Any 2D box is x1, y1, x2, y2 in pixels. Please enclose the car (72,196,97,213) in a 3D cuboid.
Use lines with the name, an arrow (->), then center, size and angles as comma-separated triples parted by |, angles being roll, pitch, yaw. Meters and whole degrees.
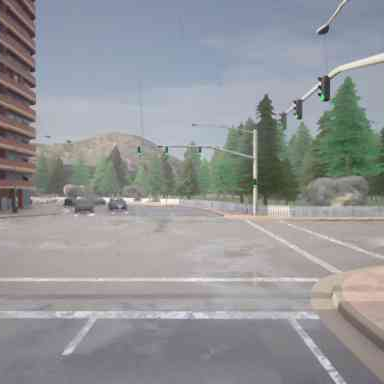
car -> -11.728, 1.503, 36.498 | 1.837, 1.490, 4.892 | 0, 1, -14

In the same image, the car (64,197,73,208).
car -> -17.577, 1.492, 49.483 | 2.128, 1.511, 4.902 | 0, 0, -38

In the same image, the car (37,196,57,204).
car -> -27.659, 1.525, 63.102 | 4.674, 1.442, 1.812 | 0, 0, 29

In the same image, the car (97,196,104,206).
car -> -15.070, 1.352, 51.924 | 2.097, 1.767, 4.553 | 0, 0, -39

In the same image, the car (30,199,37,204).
car -> -31.572, 1.477, 61.108 | 5.008, 1.535, 1.882 | 0, 0, 24

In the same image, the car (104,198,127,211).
car -> -8.987, 1.491, 40.012 | 2.128, 1.511, 4.902 | 0, 0, -20
